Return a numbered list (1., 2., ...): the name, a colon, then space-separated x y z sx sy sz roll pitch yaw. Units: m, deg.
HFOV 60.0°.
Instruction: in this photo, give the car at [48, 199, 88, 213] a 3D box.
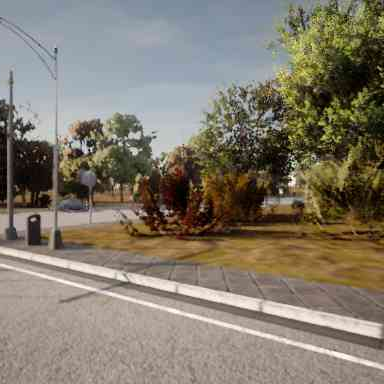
1. car: -13.451 1.489 36.206 1.994 1.385 4.181 0 0 32
